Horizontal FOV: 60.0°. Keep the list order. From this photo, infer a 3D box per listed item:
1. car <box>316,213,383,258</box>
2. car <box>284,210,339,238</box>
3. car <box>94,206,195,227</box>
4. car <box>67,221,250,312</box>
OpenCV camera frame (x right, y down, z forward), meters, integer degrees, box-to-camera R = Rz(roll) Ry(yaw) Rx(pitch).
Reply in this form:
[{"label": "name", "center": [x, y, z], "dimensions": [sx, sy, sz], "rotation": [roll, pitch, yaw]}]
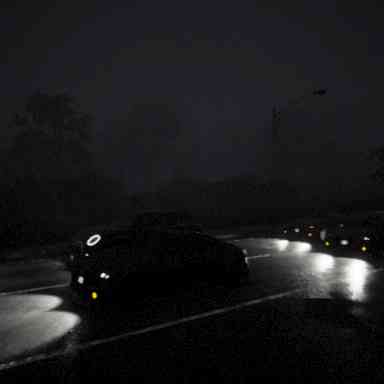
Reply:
[{"label": "car", "center": [7.269, 1.683, 13.451], "dimensions": [4.181, 1.385, 1.994], "rotation": [0, 0, -35]}, {"label": "car", "center": [6.747, 1.676, 17.374], "dimensions": [4.181, 1.385, 1.994], "rotation": [-1, 0, -35]}, {"label": "car", "center": [-1.769, 1.402, 11.319], "dimensions": [4.553, 1.767, 2.097], "rotation": [1, 0, -36]}, {"label": "car", "center": [-0.612, 1.604, 7.855], "dimensions": [4.181, 1.385, 1.994], "rotation": [1, 0, -36]}]
